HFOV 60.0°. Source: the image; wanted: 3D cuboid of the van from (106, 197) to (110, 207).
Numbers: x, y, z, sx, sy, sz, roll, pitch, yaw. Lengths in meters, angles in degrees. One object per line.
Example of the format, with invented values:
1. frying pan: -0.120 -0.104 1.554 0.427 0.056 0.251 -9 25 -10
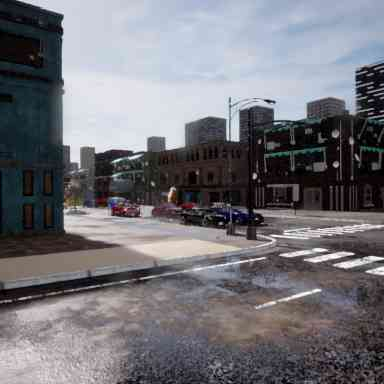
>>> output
1. van: -13.234 1.907 58.864 1.690 1.788 3.998 -1 0 -35

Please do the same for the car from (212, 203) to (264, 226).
1. car: 3.480 1.774 25.366 1.994 1.385 4.181 -1 0 -35

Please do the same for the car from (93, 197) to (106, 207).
1. car: -16.442 1.939 63.375 2.192 1.841 5.009 -1 0 -35

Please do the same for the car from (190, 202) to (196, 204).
1. car: -0.401 1.903 40.819 1.802 1.307 4.206 -2 0 -35

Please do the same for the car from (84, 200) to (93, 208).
1. car: -19.496 2.195 63.240 1.812 1.442 4.674 -1 -1 -35

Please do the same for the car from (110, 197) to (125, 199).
1. car: -8.263 1.793 41.913 2.097 1.767 4.553 -1 0 -35

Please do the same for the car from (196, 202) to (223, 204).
1. car: 2.805 1.809 36.307 2.008 1.369 4.403 -2 0 -35

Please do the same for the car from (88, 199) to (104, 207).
1. car: -19.643 2.227 67.887 1.887 1.381 4.507 -1 0 -35

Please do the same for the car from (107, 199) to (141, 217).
1. car: -7.233 1.846 35.962 1.967 1.590 4.097 -1 0 -35

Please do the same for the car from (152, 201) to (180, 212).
1. car: -3.607 1.966 45.330 1.802 1.307 4.206 -2 0 -35

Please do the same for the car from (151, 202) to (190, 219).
1. car: -2.431 1.891 33.694 1.994 1.385 4.181 -1 0 -36

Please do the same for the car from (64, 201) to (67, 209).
1. car: -23.167 2.232 58.380 1.752 1.417 4.829 -1 0 -35

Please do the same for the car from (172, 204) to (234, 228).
1. car: 0.711 1.814 24.581 1.947 1.339 4.313 -2 0 -35
